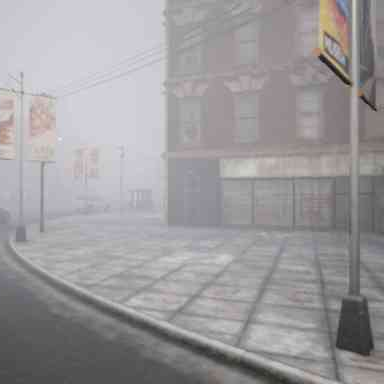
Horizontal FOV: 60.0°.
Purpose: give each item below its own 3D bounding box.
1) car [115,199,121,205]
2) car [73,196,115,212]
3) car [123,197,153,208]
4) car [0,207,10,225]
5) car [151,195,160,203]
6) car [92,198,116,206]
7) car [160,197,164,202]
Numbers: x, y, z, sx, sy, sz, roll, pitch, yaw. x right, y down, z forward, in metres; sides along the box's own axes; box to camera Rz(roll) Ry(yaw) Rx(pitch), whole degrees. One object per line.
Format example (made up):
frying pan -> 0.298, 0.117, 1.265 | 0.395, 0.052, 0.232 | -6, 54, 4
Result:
car -> -13.180, 1.936, 62.082 | 1.994, 1.385, 4.181 | 0, 0, 20
car -> -12.786, 1.469, 42.845 | 2.150, 2.045, 5.566 | 0, 0, 23
car -> -8.978, 1.844, 55.011 | 1.837, 1.490, 4.892 | 0, 0, 23
car -> -14.113, 1.461, 22.514 | 2.097, 1.767, 4.553 | 0, 0, -11
car -> -11.341, 1.772, 87.002 | 2.435, 2.045, 5.566 | 0, 0, 19
car -> -16.542, 1.849, 63.031 | 1.882, 1.535, 5.008 | 0, 0, 20
car -> -8.932, 2.191, 93.991 | 1.895, 1.301, 4.718 | 0, 0, 19
